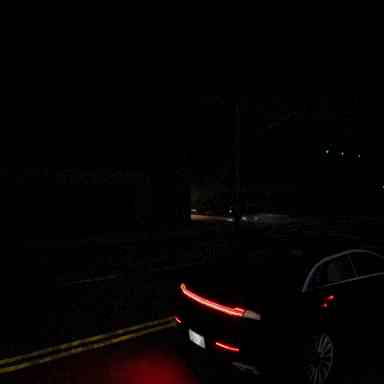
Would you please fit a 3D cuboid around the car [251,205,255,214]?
[{"bbox_3d":[4.324,1.477,34.869,1.882,1.535,5.008,0,0,-37],"label":"car"}]

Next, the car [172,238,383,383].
[{"bbox_3d":[2.031,1.491,5.279,4.902,1.511,2.128,0,0,-35],"label":"car"}]

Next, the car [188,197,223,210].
[{"bbox_3d":[1.723,1.491,44.539,2.128,1.511,4.902,0,0,-37],"label":"car"}]

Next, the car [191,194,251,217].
[{"bbox_3d":[2.569,1.218,31.375,2.150,2.045,5.566,0,0,-37],"label":"car"}]
